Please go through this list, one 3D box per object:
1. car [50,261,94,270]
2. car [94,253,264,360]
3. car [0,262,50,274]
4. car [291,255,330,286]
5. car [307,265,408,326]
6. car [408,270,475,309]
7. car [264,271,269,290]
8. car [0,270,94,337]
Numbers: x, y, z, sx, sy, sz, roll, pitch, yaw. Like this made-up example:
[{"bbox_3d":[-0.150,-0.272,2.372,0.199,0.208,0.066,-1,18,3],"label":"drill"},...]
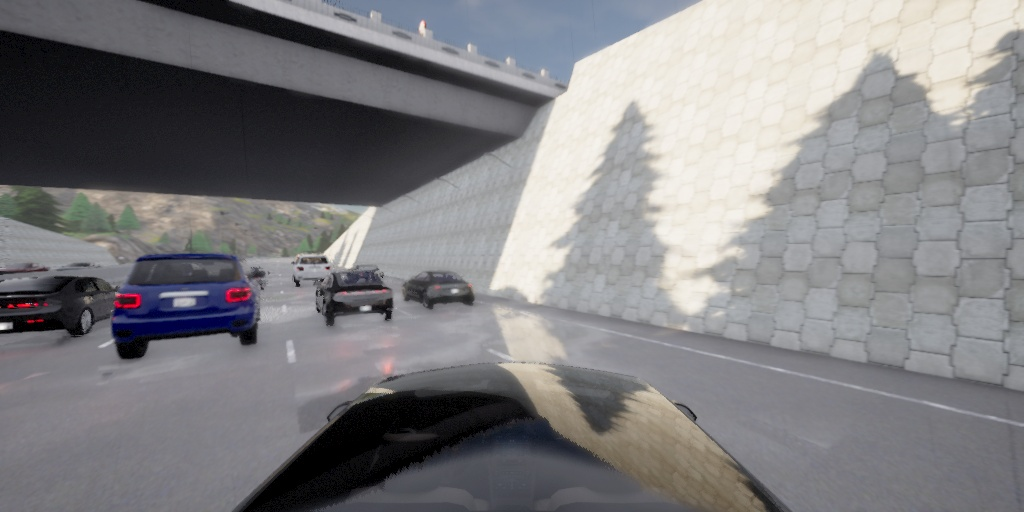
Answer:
[{"bbox_3d":[-40.962,1.290,34.134,1.882,1.535,5.008,0,0,-33],"label":"car"},{"bbox_3d":[-7.520,0.974,8.809,2.150,2.045,5.566,0,0,-34],"label":"car"},{"bbox_3d":[-43.904,1.309,32.244,1.882,1.535,5.008,0,0,-33],"label":"car"},{"bbox_3d":[-14.215,0.954,25.460,2.150,2.045,5.566,0,1,-33],"label":"car"},{"bbox_3d":[-5.279,1.229,11.801,2.128,1.511,4.902,0,0,-33],"label":"car"},{"bbox_3d":[-3.195,1.281,15.026,1.994,1.385,4.181,0,0,-33],"label":"car"},{"bbox_3d":[-15.759,1.298,21.393,2.033,1.411,5.357,0,0,-33],"label":"car"},{"bbox_3d":[-12.283,1.278,9.745,1.837,1.490,4.892,0,0,-33],"label":"car"}]
